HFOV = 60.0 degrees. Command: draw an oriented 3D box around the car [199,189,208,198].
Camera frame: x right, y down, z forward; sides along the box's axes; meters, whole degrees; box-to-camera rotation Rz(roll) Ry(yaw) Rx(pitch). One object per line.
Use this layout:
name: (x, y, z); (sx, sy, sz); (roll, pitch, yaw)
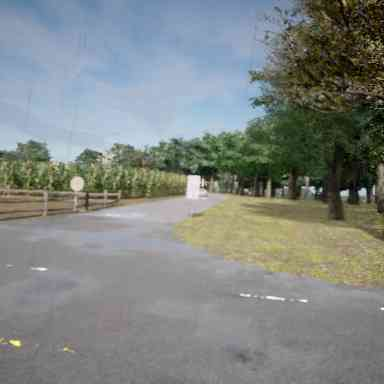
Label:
car: (1.767, 0.188, 60.102); (1.812, 1.442, 4.674); (5, 2, 10)
